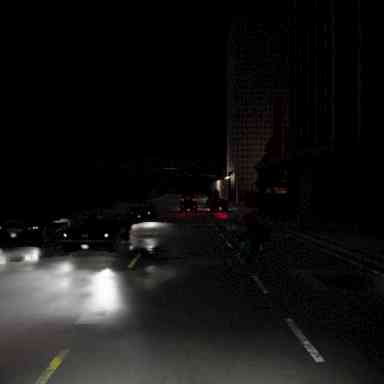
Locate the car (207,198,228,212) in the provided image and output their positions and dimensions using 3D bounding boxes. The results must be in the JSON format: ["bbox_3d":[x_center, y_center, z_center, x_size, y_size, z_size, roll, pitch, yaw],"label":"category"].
[{"bbox_3d":[3.089,1.505,38.726,1.837,1.490,4.892,0,0,0],"label":"car"}]

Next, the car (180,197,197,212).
[{"bbox_3d":[-0.374,1.601,37.737,1.895,1.301,4.718,0,0,-1],"label":"car"}]

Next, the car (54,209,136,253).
[{"bbox_3d":[-3.762,1.601,13.822,1.895,1.301,4.718,0,0,-1],"label":"car"}]

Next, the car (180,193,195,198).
[{"bbox_3d":[-0.504,1.221,47.502,2.150,2.045,5.566,0,0,-1],"label":"car"}]

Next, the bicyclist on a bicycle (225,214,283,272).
[{"bbox_3d":[1.723,1.451,9.304,1.656,1.620,0.582,-1,0,-1],"label":"bicyclist on a bicycle"}]

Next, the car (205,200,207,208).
[{"bbox_3d":[2.932,1.526,47.978,1.812,1.442,4.674,0,0,0],"label":"car"}]

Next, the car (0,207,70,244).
[{"bbox_3d":[-7.274,1.491,15.975,2.128,1.511,4.902,0,0,-1],"label":"car"}]

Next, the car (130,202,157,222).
[{"bbox_3d":[-3.912,1.526,26.796,1.812,1.442,4.674,0,0,0],"label":"car"}]
